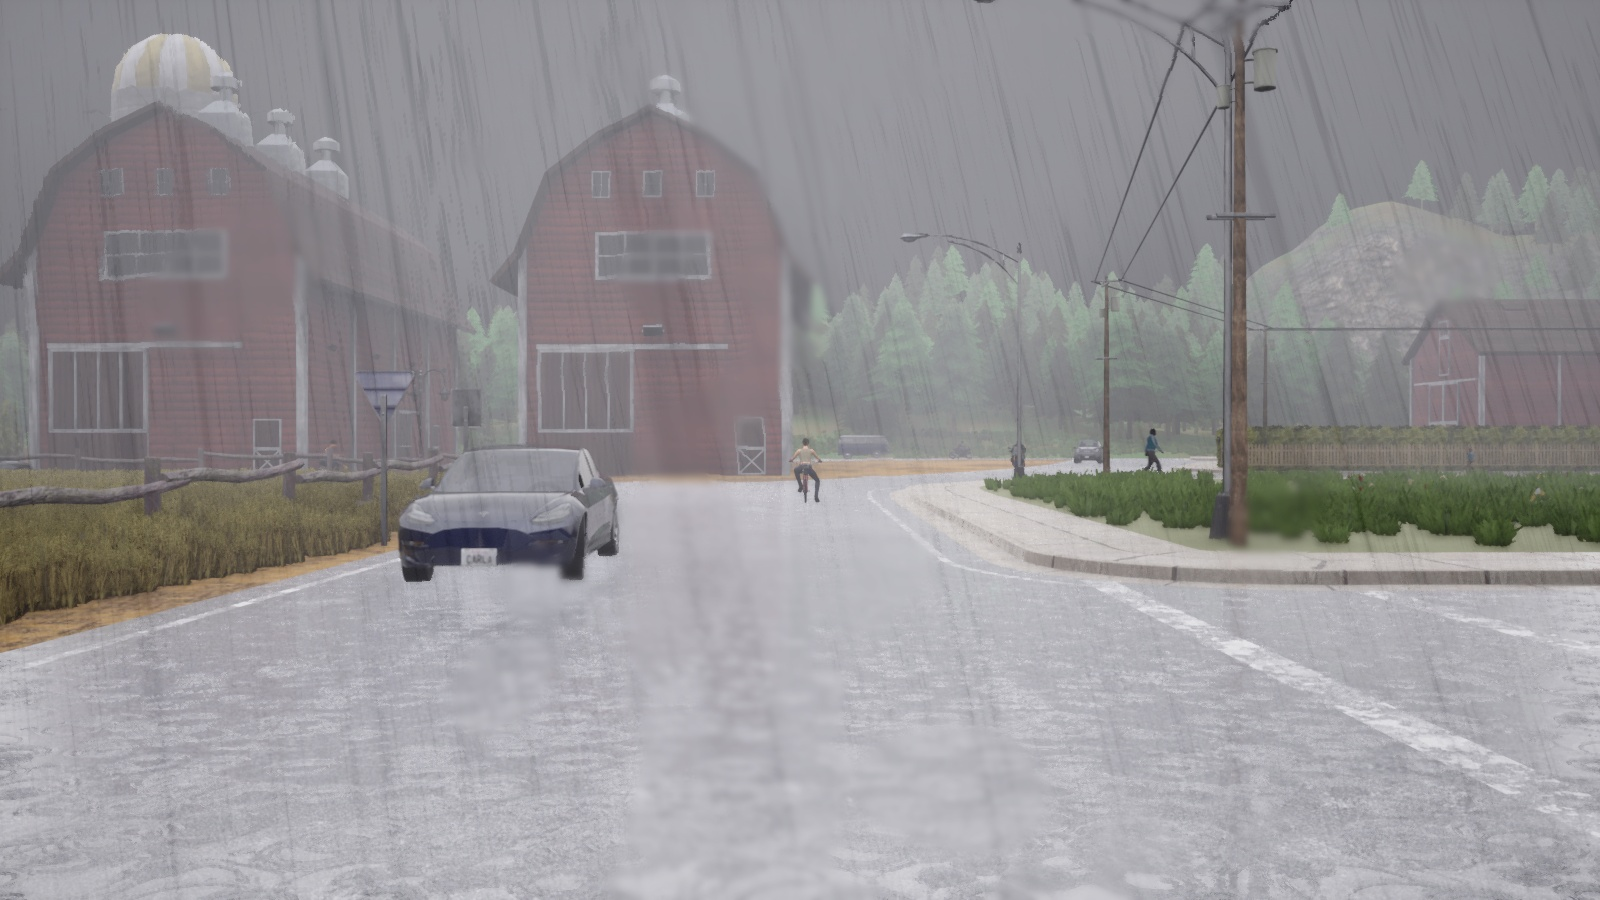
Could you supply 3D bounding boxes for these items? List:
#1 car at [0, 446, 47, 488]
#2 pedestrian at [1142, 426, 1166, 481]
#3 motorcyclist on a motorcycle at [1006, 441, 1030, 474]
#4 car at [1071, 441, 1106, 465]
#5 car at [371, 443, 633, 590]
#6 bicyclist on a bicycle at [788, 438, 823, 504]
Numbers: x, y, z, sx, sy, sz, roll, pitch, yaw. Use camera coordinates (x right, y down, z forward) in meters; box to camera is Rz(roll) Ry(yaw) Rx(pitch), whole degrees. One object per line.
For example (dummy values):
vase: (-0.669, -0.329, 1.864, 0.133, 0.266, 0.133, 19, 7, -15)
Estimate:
car: (-28.163, 0.548, 42.447, 4.181, 1.385, 1.994, 0, 0, -3)
pedestrian: (12.506, 0.117, 44.371, 0.692, 1.930, 0.396, 0, 0, -6)
motorcyclist on a motorcycle: (10.355, 0.358, 59.728, 0.866, 1.530, 2.191, 1, 1, 16)
car: (18.145, 0.161, 78.885, 1.845, 1.501, 3.633, 0, 1, 17)
car: (-3.335, 0.658, 15.142, 2.163, 1.488, 4.792, 0, 0, -2)
bicyclist on a bicycle: (0.138, 0.505, 31.562, 0.866, 1.612, 1.509, 0, 0, 0)
